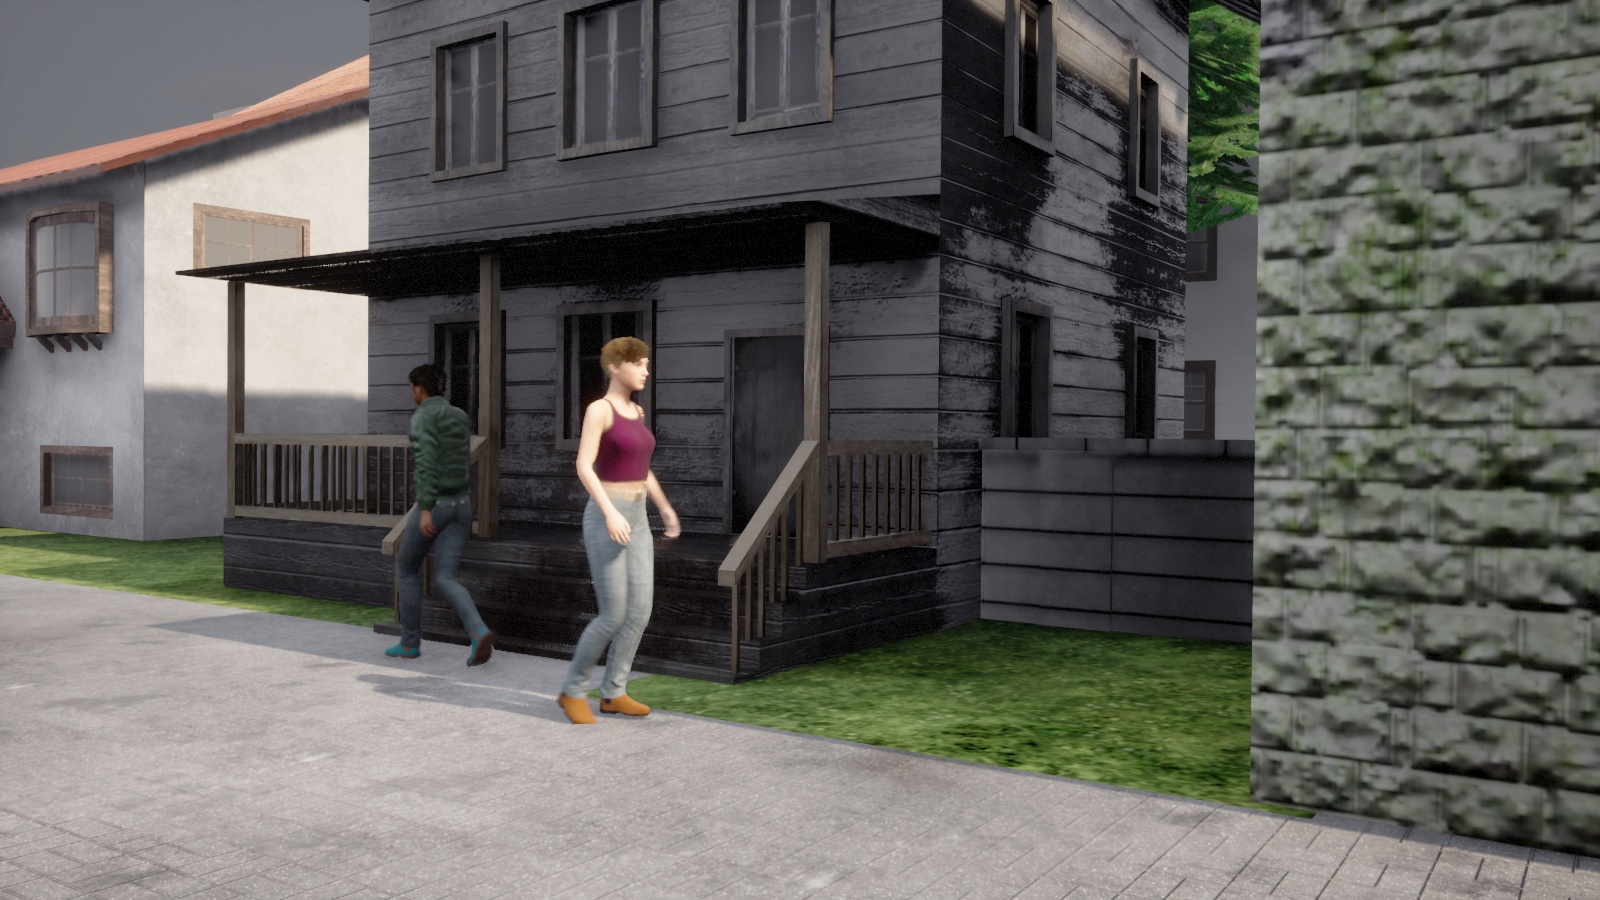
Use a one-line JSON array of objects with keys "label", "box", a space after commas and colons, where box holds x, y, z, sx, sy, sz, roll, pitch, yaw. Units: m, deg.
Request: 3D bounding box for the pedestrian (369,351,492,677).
[{"label": "pedestrian", "box": [-2.177, 0.360, 7.408, 0.614, 1.847, 0.353, 0, 1, 32]}]

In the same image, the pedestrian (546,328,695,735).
[{"label": "pedestrian", "box": [-0.850, 0.367, 5.960, 0.594, 1.836, 0.345, 0, 1, 28]}]
